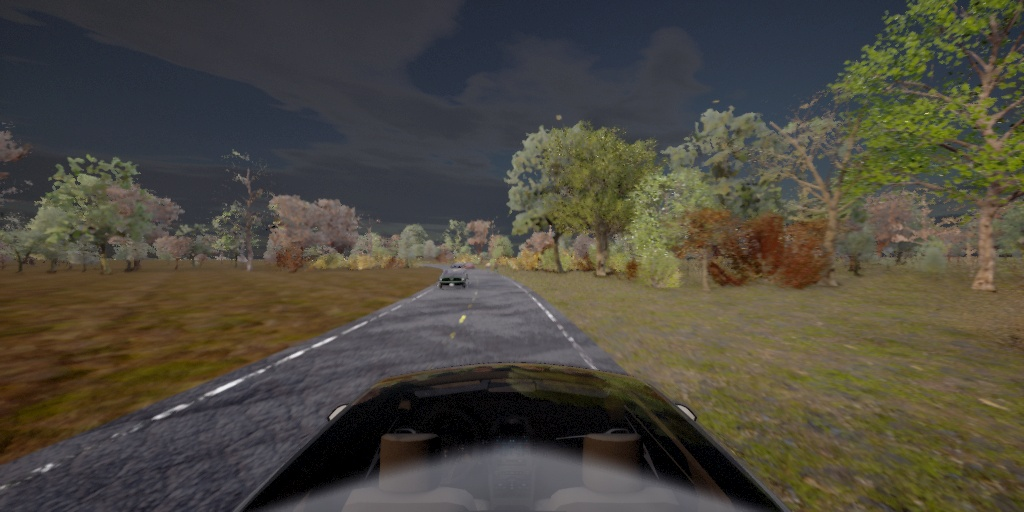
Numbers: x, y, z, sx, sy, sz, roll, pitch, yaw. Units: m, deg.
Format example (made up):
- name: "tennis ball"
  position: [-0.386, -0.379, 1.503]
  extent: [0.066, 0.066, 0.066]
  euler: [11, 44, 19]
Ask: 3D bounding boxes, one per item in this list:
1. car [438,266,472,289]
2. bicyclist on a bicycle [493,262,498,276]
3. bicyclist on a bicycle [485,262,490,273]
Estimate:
- name: "car"
  position: [-4.064, 1.581, 25.401]
  extent: [1.895, 1.301, 4.718]
  euler: [0, 0, -5]
- name: "bicyclist on a bicycle"
  position: [-1.866, 1.556, 41.576]
  extent: [0.582, 1.620, 1.656]
  euler: [-1, -1, -8]
- name: "bicyclist on a bicycle"
  position: [-3.392, 1.628, 51.352]
  extent: [0.866, 1.612, 1.509]
  euler: [-1, 0, -10]
